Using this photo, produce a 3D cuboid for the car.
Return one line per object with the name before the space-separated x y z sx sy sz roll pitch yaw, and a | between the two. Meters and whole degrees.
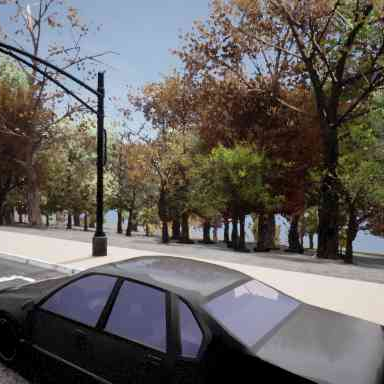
car | -0.545 1.547 4.067 5.357 1.411 2.033 0 0 35
